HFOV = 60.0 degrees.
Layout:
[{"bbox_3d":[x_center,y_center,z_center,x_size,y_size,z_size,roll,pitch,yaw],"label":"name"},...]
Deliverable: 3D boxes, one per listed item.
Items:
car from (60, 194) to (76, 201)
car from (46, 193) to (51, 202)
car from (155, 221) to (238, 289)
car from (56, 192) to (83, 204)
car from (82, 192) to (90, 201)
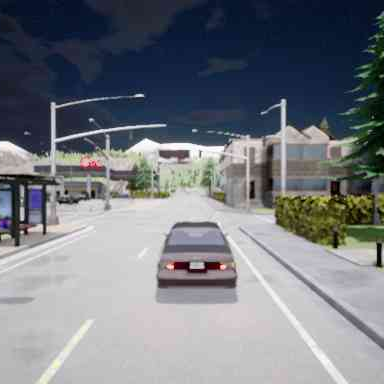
[{"bbox_3d":[-25.946,1.175,69.805,1.970,1.475,3.806,0,0,0],"label":"car"},{"bbox_3d":[-25.885,0.957,61.325,1.932,1.855,4.605,0,0,0],"label":"car"},{"bbox_3d":[0.101,1.497,9.137,2.033,1.411,5.357,0,0,0],"label":"car"},{"bbox_3d":[-18.918,1.212,51.333,2.007,1.523,4.514,0,0,0],"label":"car"},{"bbox_3d":[-22.619,0.894,69.201,1.905,1.878,3.866,0,0,0],"label":"car"}]
